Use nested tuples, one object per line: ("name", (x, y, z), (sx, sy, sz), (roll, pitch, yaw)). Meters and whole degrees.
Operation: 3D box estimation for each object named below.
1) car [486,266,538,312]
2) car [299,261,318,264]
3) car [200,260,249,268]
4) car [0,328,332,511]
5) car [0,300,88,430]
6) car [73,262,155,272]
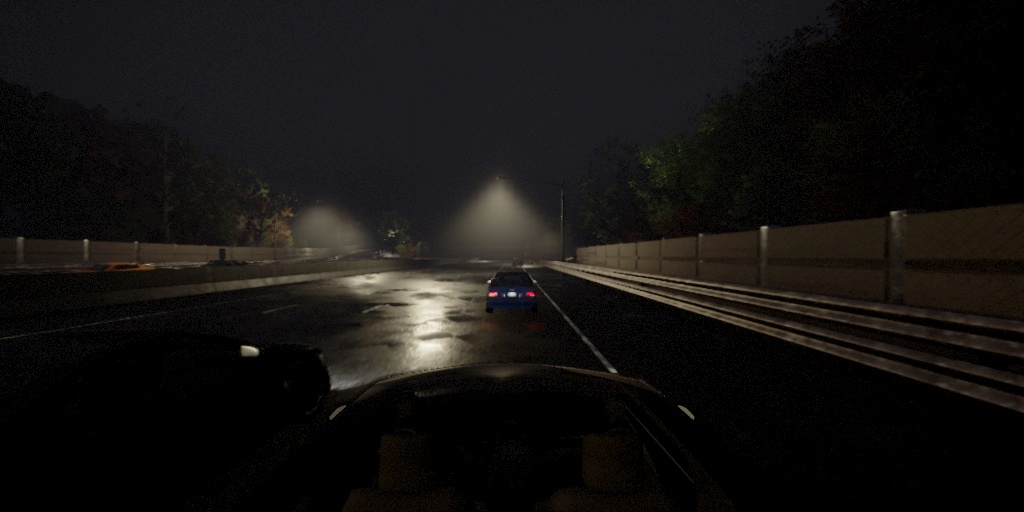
("car", (-0.001, 1.289, 14.092), (2.033, 1.411, 5.357), (0, 0, 0))
("car", (-24.556, 1.317, 43.296), (1.994, 1.385, 4.181), (0, 0, 1))
("car", (-21.037, 1.094, 25.867), (2.097, 1.767, 4.553), (0, 0, 1))
("car", (-3.397, 1.313, 3.102), (1.994, 1.385, 4.181), (0, 0, 0))
("car", (-6.897, 1.313, 2.892), (1.994, 1.385, 4.181), (0, 0, 0))
("car", (-28.042, 1.219, 25.116), (1.882, 1.535, 5.008), (0, 1, 1))
